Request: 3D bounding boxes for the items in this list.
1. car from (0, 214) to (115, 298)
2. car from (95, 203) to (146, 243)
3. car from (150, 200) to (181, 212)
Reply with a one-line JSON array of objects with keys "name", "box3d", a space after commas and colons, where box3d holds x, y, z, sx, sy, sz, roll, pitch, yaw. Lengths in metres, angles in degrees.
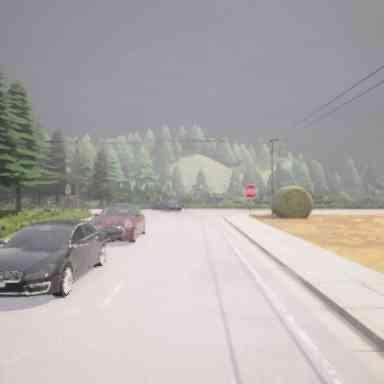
[{"name": "car", "box3d": [-3.595, 1.521, 8.674, 1.837, 1.490, 4.892, 0, -1, 0]}, {"name": "car", "box3d": [-3.506, 1.376, 16.062, 2.097, 1.767, 4.553, 0, 0, 0]}, {"name": "car", "box3d": [-3.221, 1.596, 40.048, 1.994, 1.385, 4.181, 1, 0, -45]}]
